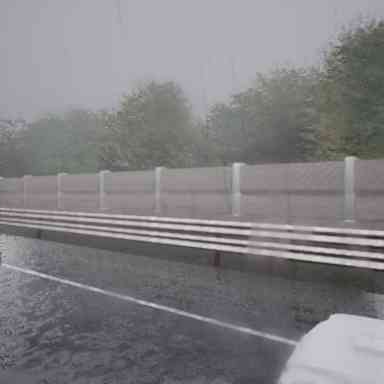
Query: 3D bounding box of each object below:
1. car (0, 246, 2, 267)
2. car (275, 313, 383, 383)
[{"bbox_3d":[-6.920,1.513,9.005,4.674,1.442,1.812,0,0,36],"label":"car"},{"bbox_3d":[2.887,1.606,1.946,4.718,1.301,1.895,0,0,35],"label":"car"}]
